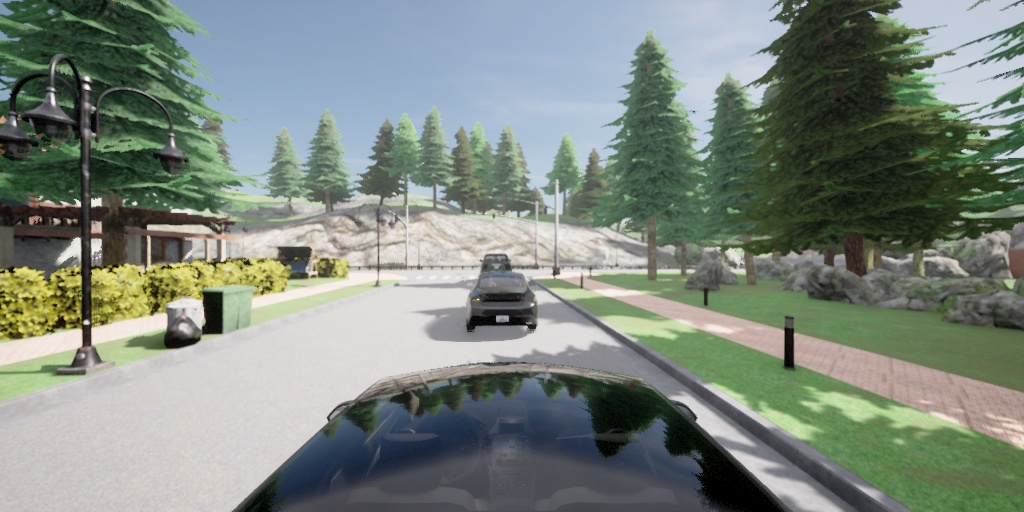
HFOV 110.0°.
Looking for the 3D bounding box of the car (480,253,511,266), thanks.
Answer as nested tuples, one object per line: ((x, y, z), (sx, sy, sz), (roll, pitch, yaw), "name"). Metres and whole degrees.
((-1.210, 0.828, 26.717), (2.150, 2.045, 5.566), (0, 0, -4), "car")

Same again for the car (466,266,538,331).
((-0.328, 1.203, 10.761), (1.837, 1.490, 4.892), (0, 0, -3), "car")
